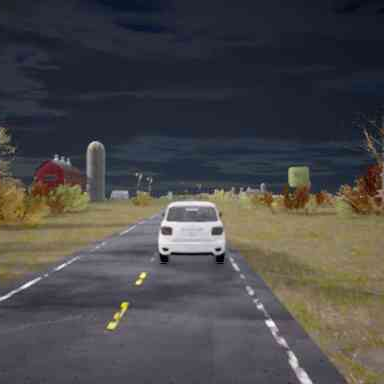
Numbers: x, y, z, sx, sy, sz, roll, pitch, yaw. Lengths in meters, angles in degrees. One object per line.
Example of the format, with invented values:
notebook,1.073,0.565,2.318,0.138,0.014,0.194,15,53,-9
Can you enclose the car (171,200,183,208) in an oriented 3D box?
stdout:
car,-2.785,2.236,63.439,1.994,1.385,4.181,0,-1,1

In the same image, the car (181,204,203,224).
car,0.021,1.826,28.943,1.812,1.442,4.674,0,0,0

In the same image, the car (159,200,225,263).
car,0.008,1.356,12.639,2.150,2.045,5.566,0,0,0
